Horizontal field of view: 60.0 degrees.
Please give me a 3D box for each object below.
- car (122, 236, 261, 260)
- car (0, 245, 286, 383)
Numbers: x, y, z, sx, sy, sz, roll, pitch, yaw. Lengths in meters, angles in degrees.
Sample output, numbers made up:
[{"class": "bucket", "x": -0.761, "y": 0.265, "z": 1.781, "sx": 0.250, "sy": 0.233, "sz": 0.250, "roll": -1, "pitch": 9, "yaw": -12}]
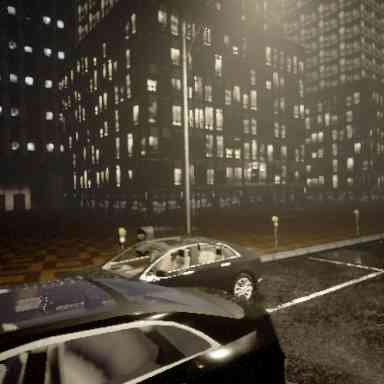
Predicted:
[{"class": "car", "x": -0.498, "y": 1.569, "z": 6.308, "sx": 4.403, "sy": 1.369, "sz": 2.008, "roll": 0, "pitch": -1, "yaw": -38}, {"class": "car", "x": -1.399, "y": 1.510, "z": 2.199, "sx": 4.902, "sy": 1.511, "sz": 2.128, "roll": 0, "pitch": 0, "yaw": -38}]
